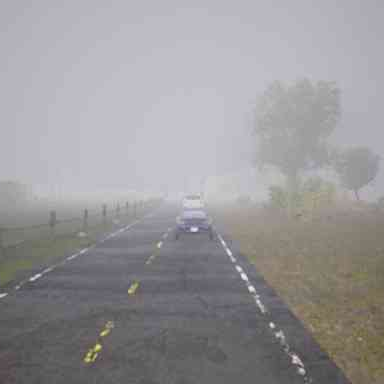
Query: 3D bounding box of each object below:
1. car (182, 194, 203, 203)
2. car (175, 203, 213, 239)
[{"bbox_3d":[0.107,1.227,37.524,2.150,2.045,5.566,0,0,0],"label":"car"},{"bbox_3d":[0.104,1.520,17.316,1.812,1.442,4.674,0,0,0],"label":"car"}]
